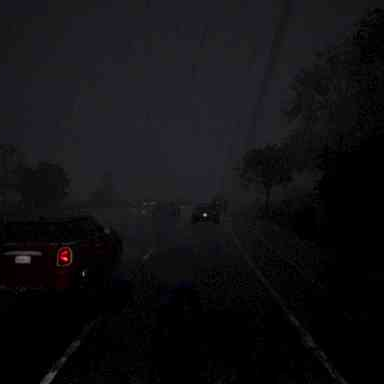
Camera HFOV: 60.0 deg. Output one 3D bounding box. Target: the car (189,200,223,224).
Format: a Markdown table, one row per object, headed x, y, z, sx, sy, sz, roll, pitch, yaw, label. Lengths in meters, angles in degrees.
| x | y | z | sx | sy | sz | roll | pitch | yaw | label |
| --- | --- | --- | --- | --- | --- | --- | --- | --- | --- |
| 1.090 | 1.569 | 25.068 | 1.994 | 1.385 | 4.181 | 0 | 0 | 5 | car |

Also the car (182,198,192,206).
| x | y | z | sx | sy | sz | roll | pitch | yaw | label |
| --- | --- | --- | --- | --- | --- | --- | --- | --- | --- |
| -1.287 | 1.569 | 53.128 | 1.994 | 1.385 | 4.181 | 0 | 0 | 16 | car |

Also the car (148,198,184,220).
| x | y | z | sx | sy | sz | roll | pitch | yaw | label |
| --- | --- | --- | --- | --- | --- | --- | --- | --- | --- |
| -2.114 | 1.529 | 28.350 | 1.812 | 1.442 | 4.674 | 0 | 0 | 6 | car |

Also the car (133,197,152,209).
| x | y | z | sx | sy | sz | roll | pitch | yaw | label |
| --- | --- | --- | --- | --- | --- | --- | --- | --- | --- |
| -6.597 | 1.501 | 45.975 | 1.837 | 1.490 | 4.892 | 0 | 0 | 12 | car |

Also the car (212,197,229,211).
| x | y | z | sx | sy | sz | roll | pitch | yaw | label |
| --- | --- | --- | --- | --- | --- | --- | --- | --- | --- |
| 3.426 | 1.365 | 41.617 | 2.097 | 1.767 | 4.553 | 0 | 0 | 11 | car |

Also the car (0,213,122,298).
| x | y | z | sx | sy | sz | roll | pitch | yaw | label |
| --- | --- | --- | --- | --- | --- | --- | --- | --- | --- |
| -3.276 | 1.352 | 8.665 | 2.097 | 1.767 | 4.553 | 0 | 0 | 1 | car |
